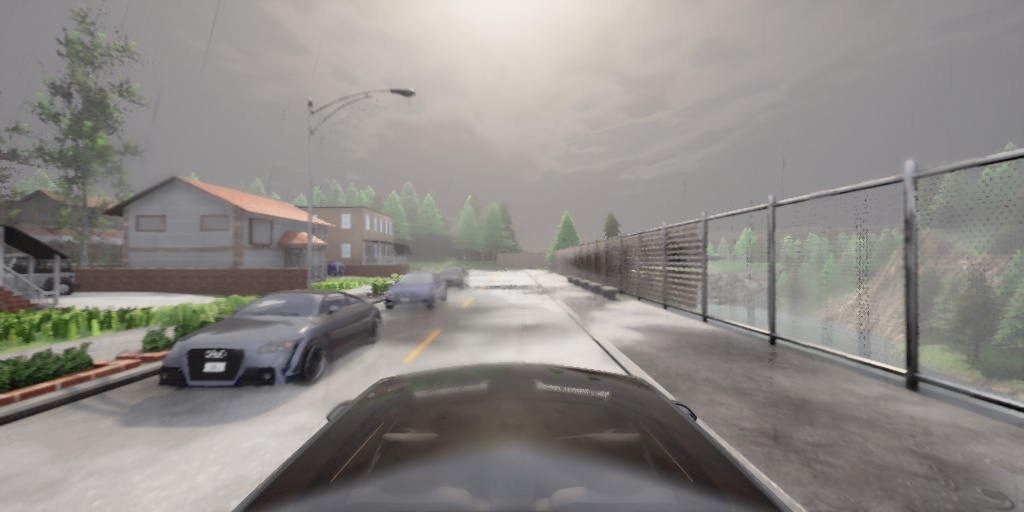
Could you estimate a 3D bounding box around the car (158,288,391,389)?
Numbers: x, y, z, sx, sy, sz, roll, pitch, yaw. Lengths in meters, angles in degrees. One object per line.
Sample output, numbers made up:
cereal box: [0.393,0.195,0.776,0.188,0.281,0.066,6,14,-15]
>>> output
car: [-4.096,1.363,6.935,1.994,1.385,4.181,0,-1,0]

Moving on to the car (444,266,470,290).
car: [-4.021,1.467,24.694,1.837,1.490,4.892,0,0,0]

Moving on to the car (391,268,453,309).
car: [-4.000,1.406,15.727,1.812,1.442,4.674,0,-1,0]
